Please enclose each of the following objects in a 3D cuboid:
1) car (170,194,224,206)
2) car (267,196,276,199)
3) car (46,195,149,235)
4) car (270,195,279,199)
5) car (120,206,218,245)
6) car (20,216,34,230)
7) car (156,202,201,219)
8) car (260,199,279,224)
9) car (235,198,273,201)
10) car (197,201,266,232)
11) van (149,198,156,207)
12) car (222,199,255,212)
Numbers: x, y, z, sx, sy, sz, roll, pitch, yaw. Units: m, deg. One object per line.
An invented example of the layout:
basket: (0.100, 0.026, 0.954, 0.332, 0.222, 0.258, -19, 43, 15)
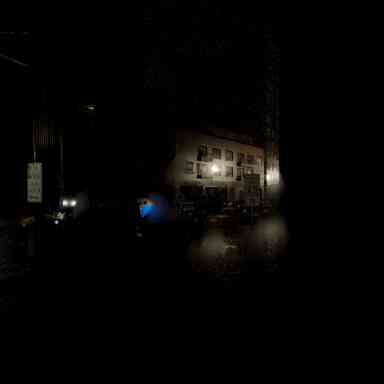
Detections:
car: (0.683, 1.217, 27.885, 2.150, 2.045, 5.566, 0, 0, 36)
car: (8.835, 1.544, 43.502, 1.947, 1.339, 4.313, 0, 0, 36)
car: (-5.404, 1.216, 19.501, 2.150, 2.045, 5.566, 0, 0, 36)
car: (12.165, 1.288, 48.091, 2.192, 1.841, 5.009, 0, 0, 36)
car: (-0.899, 1.556, 15.565, 2.008, 1.369, 4.403, 0, 0, 36)
car: (-7.910, 1.514, 20.419, 1.752, 1.417, 4.829, 0, 0, 36)
car: (-1.152, 1.572, 29.736, 1.802, 1.307, 4.206, 0, 0, 36)
car: (5.857, 1.531, 24.879, 1.752, 1.417, 4.829, 0, 0, 36)
car: (6.751, 1.590, 36.234, 1.895, 1.301, 4.718, 0, 0, 36)
car: (2.529, 1.531, 20.290, 1.752, 1.417, 4.829, 0, 0, 36)
van: (-4.481, 1.331, 25.146, 1.690, 1.788, 3.998, 0, 0, 36)
car: (5.506, 1.549, 38.913, 1.947, 1.339, 4.313, 0, 0, 36)
